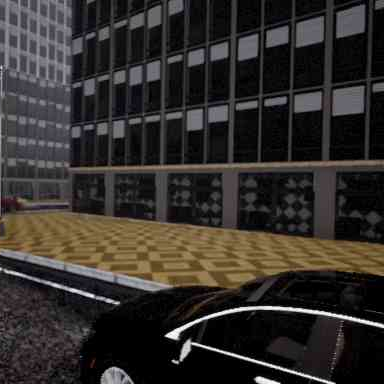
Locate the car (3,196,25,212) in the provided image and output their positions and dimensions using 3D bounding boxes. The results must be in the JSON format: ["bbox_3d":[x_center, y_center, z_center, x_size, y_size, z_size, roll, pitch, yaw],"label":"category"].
[{"bbox_3d":[-19.973,1.121,33.237,2.192,1.841,5.009,1,0,36],"label":"car"}]

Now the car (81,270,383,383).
[{"bbox_3d":[1.065,1.497,2.911,4.892,1.490,1.837,1,1,35],"label":"car"}]

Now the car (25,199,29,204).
[{"bbox_3d":[-23.568,1.150,42.575,1.752,1.417,4.829,1,0,36],"label":"car"}]
